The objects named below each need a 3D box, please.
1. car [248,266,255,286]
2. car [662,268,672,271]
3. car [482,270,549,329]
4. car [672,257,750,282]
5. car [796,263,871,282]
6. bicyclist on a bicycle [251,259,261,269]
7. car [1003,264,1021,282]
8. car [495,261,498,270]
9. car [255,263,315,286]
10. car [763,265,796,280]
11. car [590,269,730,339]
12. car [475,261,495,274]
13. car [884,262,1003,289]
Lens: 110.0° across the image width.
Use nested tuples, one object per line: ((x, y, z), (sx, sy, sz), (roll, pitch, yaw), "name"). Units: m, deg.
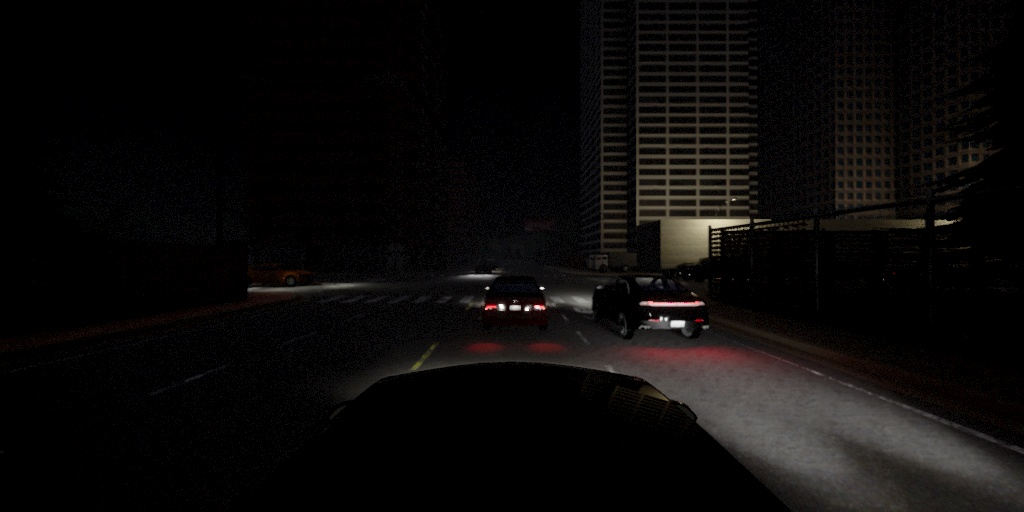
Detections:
((-18.718, 1.132, 21.694), (4.553, 1.767, 2.097), (0, 0, 3), "car")
((15.875, 1.332, 32.225), (4.892, 1.490, 1.837), (0, 0, 0), "car")
((0.089, 1.340, 11.442), (2.033, 1.411, 5.357), (0, 0, 0), "car")
((16.259, 1.034, 28.726), (5.566, 2.045, 2.150), (0, 0, 0), "car")
((26.246, 1.290, 28.737), (5.008, 1.535, 1.882), (0, 0, 0), "car")
((-26.502, 1.148, 37.278), (0.582, 1.620, 1.656), (0, 0, 10), "bicyclist on a bicycle")
((37.839, 1.316, 28.745), (4.892, 1.490, 1.837), (0, 0, 0), "car")
((-3.553, 1.460, 55.509), (1.882, 1.535, 5.008), (0, 0, 0), "car")
((-16.474, 1.273, 25.040), (5.008, 1.535, 1.882), (0, 0, 1), "car")
((25.365, 1.305, 32.236), (5.008, 1.535, 1.882), (0, 0, 0), "car")
((3.606, 1.278, 10.226), (2.128, 1.511, 4.902), (0, 0, 0), "car")
((-3.541, 1.538, 45.024), (1.895, 1.301, 4.718), (0, 0, 0), "car")
((25.457, 1.272, 21.560), (4.902, 1.511, 2.128), (0, 0, 0), "car")
